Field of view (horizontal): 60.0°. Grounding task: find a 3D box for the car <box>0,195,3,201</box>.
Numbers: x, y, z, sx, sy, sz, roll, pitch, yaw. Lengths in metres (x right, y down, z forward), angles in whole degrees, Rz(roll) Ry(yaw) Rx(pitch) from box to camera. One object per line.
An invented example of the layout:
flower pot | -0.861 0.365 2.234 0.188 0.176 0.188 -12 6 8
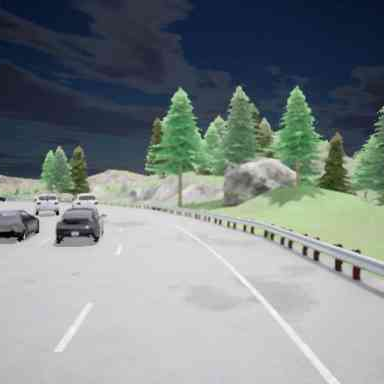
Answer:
car | -13.209 1.266 19.402 2.150 2.045 5.566 0 0 -14

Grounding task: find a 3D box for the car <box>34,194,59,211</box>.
car | -15.032 1.259 34.507 2.150 2.045 5.566 0 0 -25

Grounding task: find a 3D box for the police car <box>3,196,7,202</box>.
police car | -46.556 1.570 80.085 5.238 1.638 1.930 0 0 36

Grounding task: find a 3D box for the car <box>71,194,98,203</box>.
car | -10.927 1.239 33.866 2.150 2.045 5.566 0 0 -24

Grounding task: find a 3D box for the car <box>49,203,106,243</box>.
car | -5.397 1.514 16.352 1.837 1.490 4.892 0 0 -12

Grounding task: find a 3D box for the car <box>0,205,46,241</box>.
car | -9.056 1.591 16.765 1.994 1.385 4.181 0 0 -12
